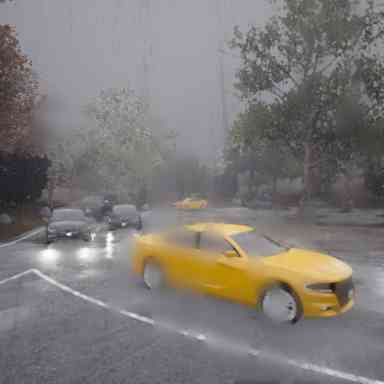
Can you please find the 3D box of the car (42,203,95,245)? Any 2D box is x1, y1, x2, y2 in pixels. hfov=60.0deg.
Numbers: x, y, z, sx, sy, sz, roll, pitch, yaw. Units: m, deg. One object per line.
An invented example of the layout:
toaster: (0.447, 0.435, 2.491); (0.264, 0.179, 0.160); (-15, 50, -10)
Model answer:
car: (-5.929, 1.504, 15.884); (1.837, 1.490, 4.892); (0, 0, -22)

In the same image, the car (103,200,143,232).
car: (-4.124, 1.498, 20.445); (1.837, 1.490, 4.892); (-1, 0, -10)

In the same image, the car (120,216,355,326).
car: (0.808, 1.472, 7.301); (5.008, 1.535, 1.882); (0, 0, 40)

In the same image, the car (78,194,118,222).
car: (-7.514, 1.214, 26.406); (2.150, 2.045, 5.566); (0, 0, 8)

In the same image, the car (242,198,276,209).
car: (8.335, 1.444, 41.438); (4.181, 1.385, 1.994); (0, 0, -14)

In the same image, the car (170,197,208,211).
car: (-0.309, 1.442, 40.315); (5.008, 1.535, 1.882); (-2, 1, -38)

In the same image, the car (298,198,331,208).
car: (16.581, 1.486, 45.183); (4.181, 1.385, 1.994); (0, 0, 11)
